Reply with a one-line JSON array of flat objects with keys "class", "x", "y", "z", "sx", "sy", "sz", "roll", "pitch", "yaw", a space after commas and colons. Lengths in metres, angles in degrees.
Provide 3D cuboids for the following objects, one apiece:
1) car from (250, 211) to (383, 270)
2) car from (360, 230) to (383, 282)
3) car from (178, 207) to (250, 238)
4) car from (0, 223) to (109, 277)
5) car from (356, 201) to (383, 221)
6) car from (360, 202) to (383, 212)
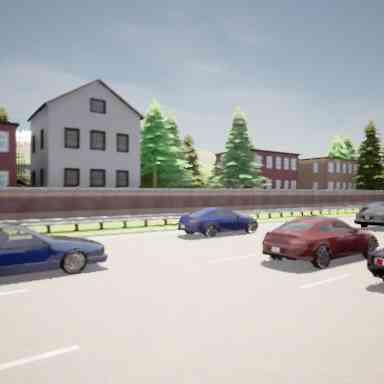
[{"class": "car", "x": 4.338, "y": 1.543, "z": 11.138, "sx": 4.674, "sy": 1.442, "sz": 1.812, "roll": 0, "pitch": 0, "yaw": -35}, {"class": "car", "x": 6.457, "y": 1.618, "z": 8.352, "sx": 4.718, "sy": 1.301, "sz": 1.895, "roll": 0, "pitch": 0, "yaw": -35}, {"class": "car", "x": 1.423, "y": 1.545, "z": 17.657, "sx": 4.674, "sy": 1.442, "sz": 1.812, "roll": 0, "pitch": 0, "yaw": -36}, {"class": "car", "x": -5.036, "y": 1.549, "z": 8.754, "sx": 5.357, "sy": 1.411, "sz": 2.033, "roll": 0, "pitch": 0, "yaw": -36}, {"class": "car", "x": 15.897, "y": 1.576, "z": 27.979, "sx": 4.674, "sy": 1.442, "sz": 1.812, "roll": 0, "pitch": 0, "yaw": -36}, {"class": "car", "x": 12.474, "y": 1.586, "z": 21.240, "sx": 5.357, "sy": 1.411, "sz": 2.033, "roll": 0, "pitch": 0, "yaw": -35}]
